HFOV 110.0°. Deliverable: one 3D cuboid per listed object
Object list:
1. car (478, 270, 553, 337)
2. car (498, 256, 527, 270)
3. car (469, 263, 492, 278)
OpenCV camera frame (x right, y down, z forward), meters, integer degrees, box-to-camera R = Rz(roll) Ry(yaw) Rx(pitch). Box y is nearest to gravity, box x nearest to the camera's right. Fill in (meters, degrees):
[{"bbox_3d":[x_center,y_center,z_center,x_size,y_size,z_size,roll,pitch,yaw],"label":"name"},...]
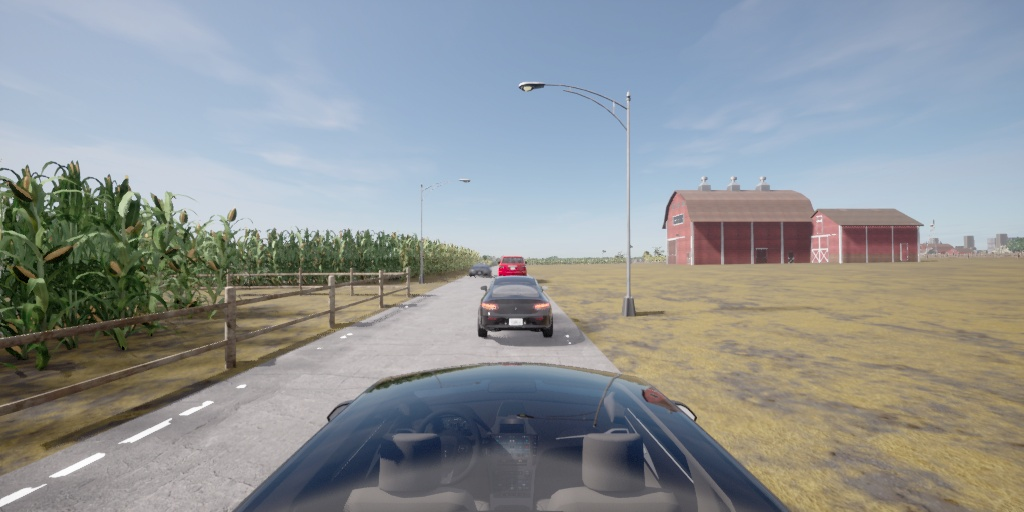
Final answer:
[{"bbox_3d":[0.071,1.280,10.150,1.812,1.442,4.674,0,0,0],"label":"car"},{"bbox_3d":[0.045,0.995,28.635,2.150,2.045,5.566,0,0,0],"label":"car"},{"bbox_3d":[-2.914,1.348,34.048,1.994,1.385,4.181,0,0,0],"label":"car"}]
